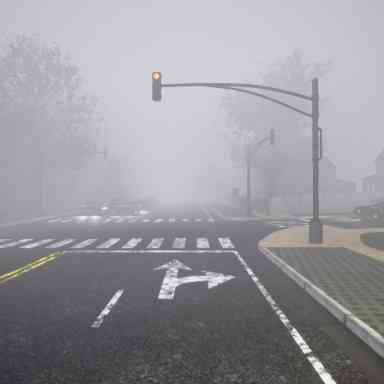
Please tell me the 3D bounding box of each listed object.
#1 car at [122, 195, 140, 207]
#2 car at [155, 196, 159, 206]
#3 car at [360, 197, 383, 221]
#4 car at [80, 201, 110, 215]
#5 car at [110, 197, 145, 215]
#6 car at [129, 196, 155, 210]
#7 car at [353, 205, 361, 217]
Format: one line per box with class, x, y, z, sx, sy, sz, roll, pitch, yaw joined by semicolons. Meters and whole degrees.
car;-9.803;1.395;53.989;2.097;1.767;4.553;0;0;0
car;-6.553;1.397;54.052;2.097;1.767;4.553;0;0;0
car;12.869;1.053;19.532;4.718;1.301;1.895;-2;-1;-6
car;-9.826;1.583;33.684;1.994;1.385;4.181;0;0;0
car;-6.576;1.567;34.376;2.033;1.411;5.357;0;0;0
car;-6.566;1.522;44.252;2.128;1.511;4.902;0;0;0
car;13.176;1.036;22.518;4.181;1.385;1.994;-2;-1;-6
